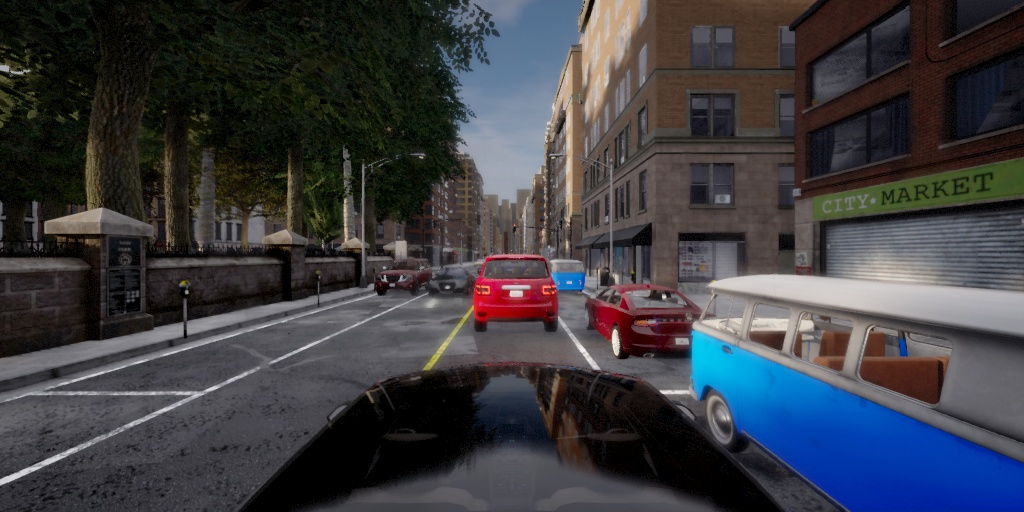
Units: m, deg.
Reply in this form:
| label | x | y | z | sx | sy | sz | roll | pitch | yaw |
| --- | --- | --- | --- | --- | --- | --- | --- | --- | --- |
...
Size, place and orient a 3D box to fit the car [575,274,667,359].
| label | x | y | z | sx | sy | sz | roll | pitch | yaw |
| --- | --- | --- | --- | --- | --- | --- | --- | --- | --- |
| car | 2.854 | 1.294 | 8.239 | 1.888 | 1.381 | 4.507 | 0 | 0 | 0 |

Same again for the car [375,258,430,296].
| label | x | y | z | sx | sy | sz | roll | pitch | yaw |
| --- | --- | --- | --- | --- | --- | --- | --- | --- | --- |
| car | -5.676 | 1.059 | 19.516 | 2.192 | 1.841 | 5.009 | 0 | 0 | 0 |

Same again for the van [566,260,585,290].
| label | x | y | z | sx | sy | sz | roll | pitch | yaw |
| --- | --- | --- | --- | --- | --- | --- | --- | --- | --- |
| van | 2.849 | 1.085 | 19.560 | 1.690 | 1.789 | 3.998 | 0 | 0 | 0 |

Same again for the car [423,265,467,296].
| label | x | y | z | sx | sy | sz | roll | pitch | yaw |
| --- | --- | --- | --- | --- | --- | --- | --- | --- | --- |
| car | -3.088 | 1.309 | 19.098 | 1.994 | 1.385 | 4.181 | 0 | 0 | 0 |

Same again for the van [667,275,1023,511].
| label | x | y | z | sx | sy | sz | roll | pitch | yaw |
| --- | --- | --- | --- | --- | --- | --- | --- | --- | --- |
| van | 2.856 | 1.091 | 2.578 | 1.690 | 1.789 | 3.998 | 0 | 0 | 0 |

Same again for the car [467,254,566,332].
| label | x | y | z | sx | sy | sz | roll | pitch | yaw |
| --- | --- | --- | --- | --- | --- | --- | --- | --- | --- |
| car | 0.093 | 0.970 | 10.997 | 2.150 | 2.045 | 5.566 | 0 | 0 | 0 |
